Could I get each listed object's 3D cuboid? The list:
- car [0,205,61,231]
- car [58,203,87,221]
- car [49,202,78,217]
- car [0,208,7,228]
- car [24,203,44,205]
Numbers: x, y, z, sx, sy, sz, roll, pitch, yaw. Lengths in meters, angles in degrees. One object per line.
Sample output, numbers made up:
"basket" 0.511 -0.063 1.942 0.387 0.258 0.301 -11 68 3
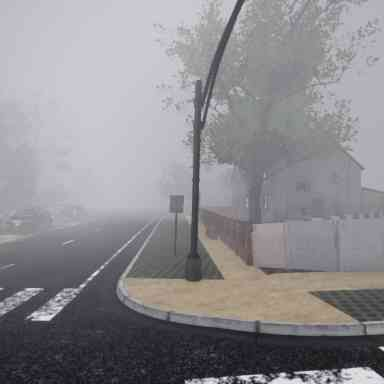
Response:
"car" -12.154 2.020 25.327 2.128 1.511 4.902 2 -1 -3
"car" -12.666 2.106 35.216 2.097 1.767 4.553 2 -1 -3
"car" -16.268 2.173 42.326 2.097 1.767 4.553 2 -1 -3
"car" -15.316 1.897 23.601 1.837 1.490 4.892 2 -1 -3
"car" -15.786 1.950 32.649 2.097 1.767 4.553 2 -1 -3
